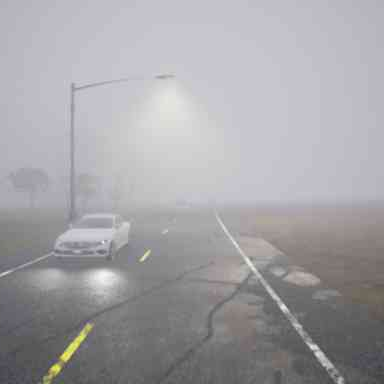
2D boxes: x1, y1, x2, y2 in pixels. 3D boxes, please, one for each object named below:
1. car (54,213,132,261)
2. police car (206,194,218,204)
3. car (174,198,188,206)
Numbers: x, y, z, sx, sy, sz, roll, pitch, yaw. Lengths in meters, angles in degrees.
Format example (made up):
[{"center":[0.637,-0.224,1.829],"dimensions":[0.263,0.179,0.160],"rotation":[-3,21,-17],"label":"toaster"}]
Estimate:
[{"center":[-3.476,1.548,12.510],"dimensions":[1.812,1.442,4.674],"rotation":[0,0,1],"label":"car"},{"center":[3.958,1.537,68.733],"dimensions":[1.930,1.638,5.238],"rotation":[0,0,5],"label":"police car"},{"center":[-1.717,1.657,54.548],"dimensions":[1.994,1.385,4.181],"rotation":[0,0,4],"label":"car"}]
